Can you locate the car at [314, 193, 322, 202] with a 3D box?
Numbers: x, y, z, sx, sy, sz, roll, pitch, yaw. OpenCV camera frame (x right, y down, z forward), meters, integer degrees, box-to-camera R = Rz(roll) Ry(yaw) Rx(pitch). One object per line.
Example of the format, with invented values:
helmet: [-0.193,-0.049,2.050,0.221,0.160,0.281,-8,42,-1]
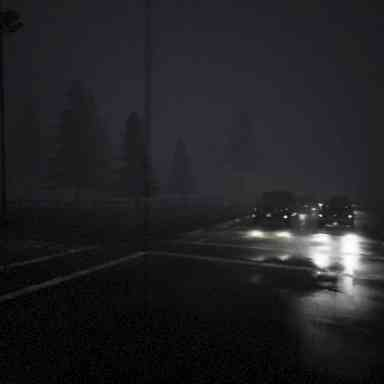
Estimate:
car: [14.046,1.020,39.850,1.994,1.385,4.181,0,1,25]

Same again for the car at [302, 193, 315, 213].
car: [9.847,1.132,30.833,2.033,1.411,5.357,0,1,25]

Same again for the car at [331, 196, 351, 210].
car: [16.082,1.087,35.899,1.895,1.301,4.718,0,1,25]

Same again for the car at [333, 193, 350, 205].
car: [20.201,0.922,44.847,1.994,1.385,4.181,0,1,25]

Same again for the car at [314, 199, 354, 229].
car: [8.484,1.320,19.600,1.895,1.301,4.718,0,1,25]

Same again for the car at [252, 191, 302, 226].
car: [5.526,0.939,21.536,2.150,2.045,5.566,0,1,25]

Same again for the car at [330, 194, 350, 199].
car: [12.269,1.107,27.775,1.837,1.490,4.892,0,1,25]
